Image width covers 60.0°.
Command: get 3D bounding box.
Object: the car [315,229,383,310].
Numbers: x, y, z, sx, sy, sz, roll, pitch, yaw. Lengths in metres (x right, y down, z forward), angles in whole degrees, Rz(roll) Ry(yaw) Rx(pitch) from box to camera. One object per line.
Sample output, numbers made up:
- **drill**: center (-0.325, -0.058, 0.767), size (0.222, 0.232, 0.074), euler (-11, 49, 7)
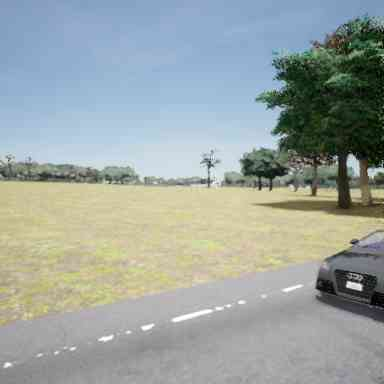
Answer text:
- **car**: center (4.611, 1.541, 7.282), size (4.181, 1.385, 1.994), euler (0, 0, -35)
